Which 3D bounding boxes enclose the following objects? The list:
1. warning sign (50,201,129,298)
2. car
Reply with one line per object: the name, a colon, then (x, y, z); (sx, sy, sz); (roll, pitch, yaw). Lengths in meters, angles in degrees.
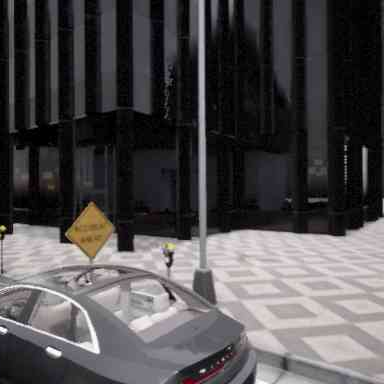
warning sign: (-2.248, 1.157, 7.396); (1.060, 1.860, 1.300); (-1, 0, 36)
car: (-1.426, 1.574, 3.981); (4.403, 1.369, 2.008); (0, 0, 36)
